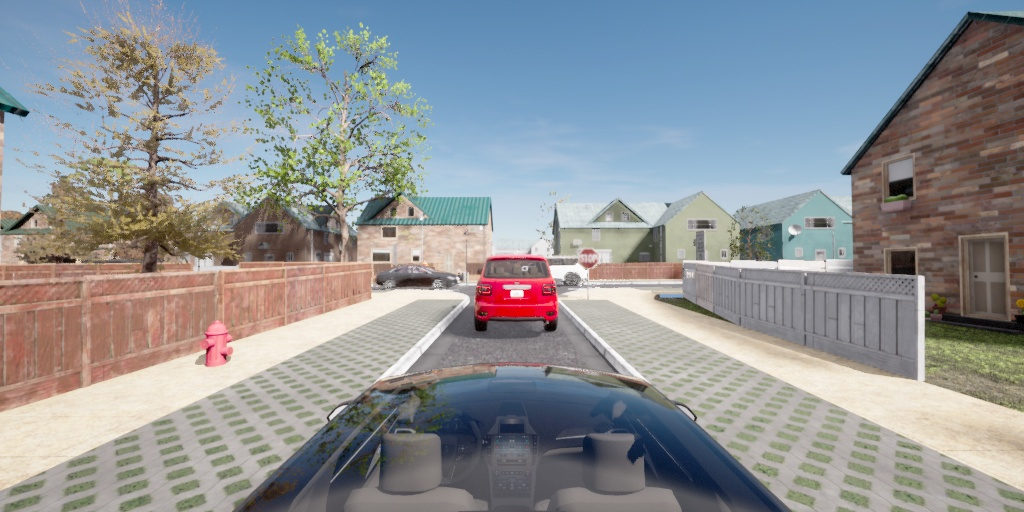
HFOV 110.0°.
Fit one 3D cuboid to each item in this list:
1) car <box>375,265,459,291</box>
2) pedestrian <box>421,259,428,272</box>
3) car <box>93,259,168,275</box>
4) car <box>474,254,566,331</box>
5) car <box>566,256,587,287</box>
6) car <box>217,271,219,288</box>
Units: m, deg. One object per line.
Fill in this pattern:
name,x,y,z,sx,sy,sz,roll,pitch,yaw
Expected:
car,-5.668,1.308,21.575,4.902,1.511,2.128,-1,-1,1
pedestrian,-6.704,1.117,27.457,0.375,1.860,0.375,0,-1,1
car,-22.290,1.219,21.803,5.566,2.045,2.150,-1,-1,1
car,0.077,0.975,11.086,2.150,2.045,5.566,0,0,-1
car,2.379,1.042,24.420,5.566,2.045,2.150,0,-1,1
car,-19.695,1.642,24.756,4.718,1.301,1.895,-1,-1,0
